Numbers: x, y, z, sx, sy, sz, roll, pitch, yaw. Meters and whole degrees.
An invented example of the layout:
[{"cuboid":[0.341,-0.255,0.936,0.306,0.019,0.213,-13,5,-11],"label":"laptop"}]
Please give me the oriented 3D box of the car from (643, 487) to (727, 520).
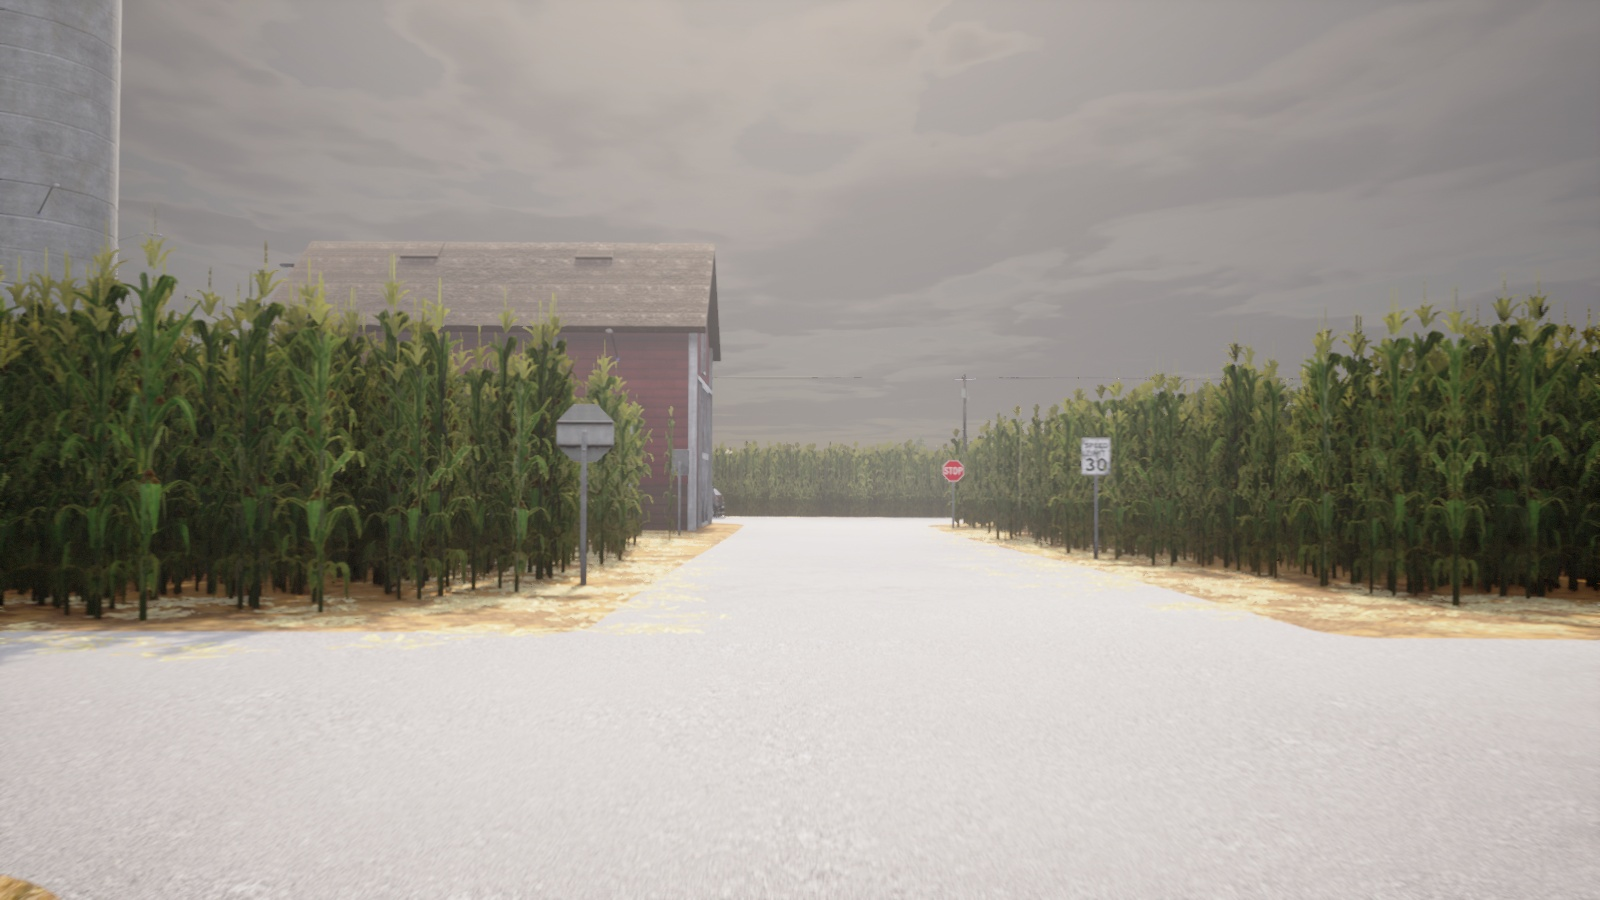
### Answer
[{"cuboid":[-5.455,2.542,59.784,3.633,1.501,1.845,0,-2,9],"label":"car"}]
